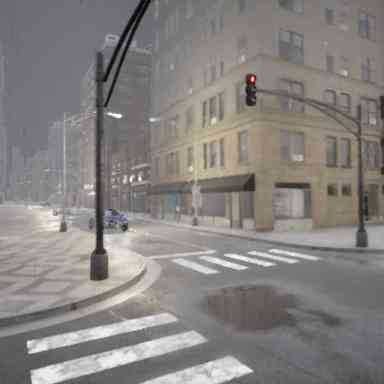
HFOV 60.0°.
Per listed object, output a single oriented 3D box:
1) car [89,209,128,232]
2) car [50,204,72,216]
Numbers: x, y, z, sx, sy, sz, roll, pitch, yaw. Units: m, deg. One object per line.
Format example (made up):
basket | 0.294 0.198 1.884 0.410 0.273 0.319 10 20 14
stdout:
car | -5.892 1.933 23.115 1.812 1.442 4.674 1 -1 -29
car | -16.849 2.342 43.165 1.812 1.442 4.674 1 -2 -28
